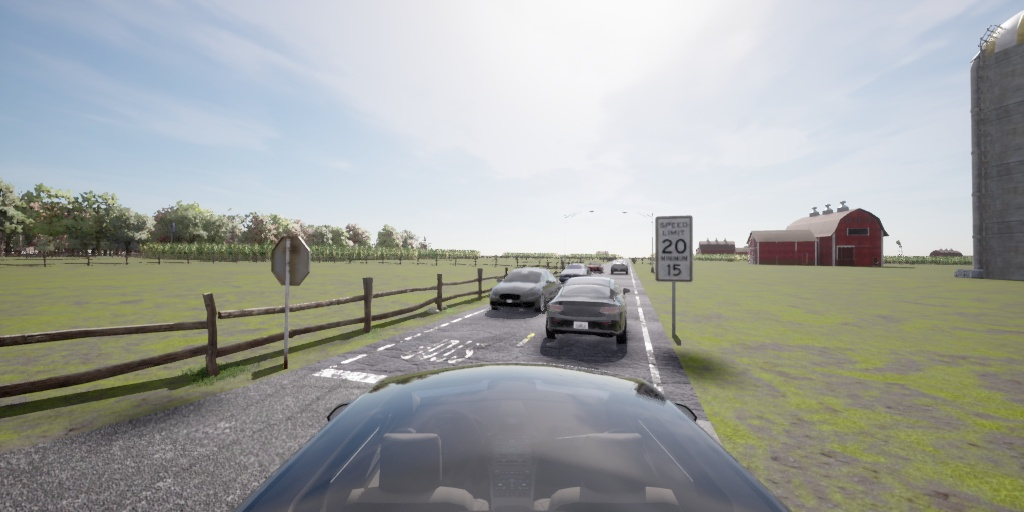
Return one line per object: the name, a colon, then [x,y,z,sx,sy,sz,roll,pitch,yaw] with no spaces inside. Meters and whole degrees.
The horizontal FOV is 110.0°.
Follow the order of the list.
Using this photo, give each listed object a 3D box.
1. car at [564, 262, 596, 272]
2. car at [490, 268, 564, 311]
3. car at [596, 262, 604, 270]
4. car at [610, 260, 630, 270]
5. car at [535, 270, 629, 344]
car: [5.054,1.315,27.961,2.033,1.411,5.357,0,0,18]
car: [0.651,1.263,14.320,1.837,1.490,4.892,0,0,18]
car: [9.774,1.378,42.353,1.895,1.301,4.718,0,0,18]
car: [12.333,1.268,41.052,2.128,1.511,4.902,0,0,18]
car: [2.139,1.281,9.666,1.812,1.442,4.674,0,0,18]
